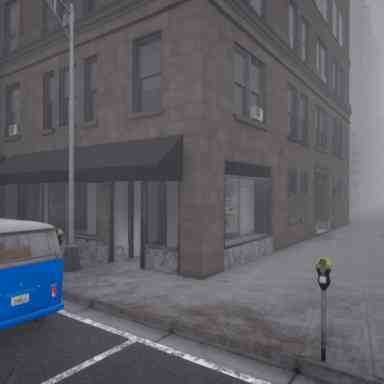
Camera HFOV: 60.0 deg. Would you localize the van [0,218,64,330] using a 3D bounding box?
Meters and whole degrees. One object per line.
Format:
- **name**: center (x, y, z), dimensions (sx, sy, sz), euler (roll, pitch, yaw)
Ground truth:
- **van**: center (-4.024, 1.340, 5.949), dimensions (3.998, 1.788, 1.690), euler (0, 0, 36)
